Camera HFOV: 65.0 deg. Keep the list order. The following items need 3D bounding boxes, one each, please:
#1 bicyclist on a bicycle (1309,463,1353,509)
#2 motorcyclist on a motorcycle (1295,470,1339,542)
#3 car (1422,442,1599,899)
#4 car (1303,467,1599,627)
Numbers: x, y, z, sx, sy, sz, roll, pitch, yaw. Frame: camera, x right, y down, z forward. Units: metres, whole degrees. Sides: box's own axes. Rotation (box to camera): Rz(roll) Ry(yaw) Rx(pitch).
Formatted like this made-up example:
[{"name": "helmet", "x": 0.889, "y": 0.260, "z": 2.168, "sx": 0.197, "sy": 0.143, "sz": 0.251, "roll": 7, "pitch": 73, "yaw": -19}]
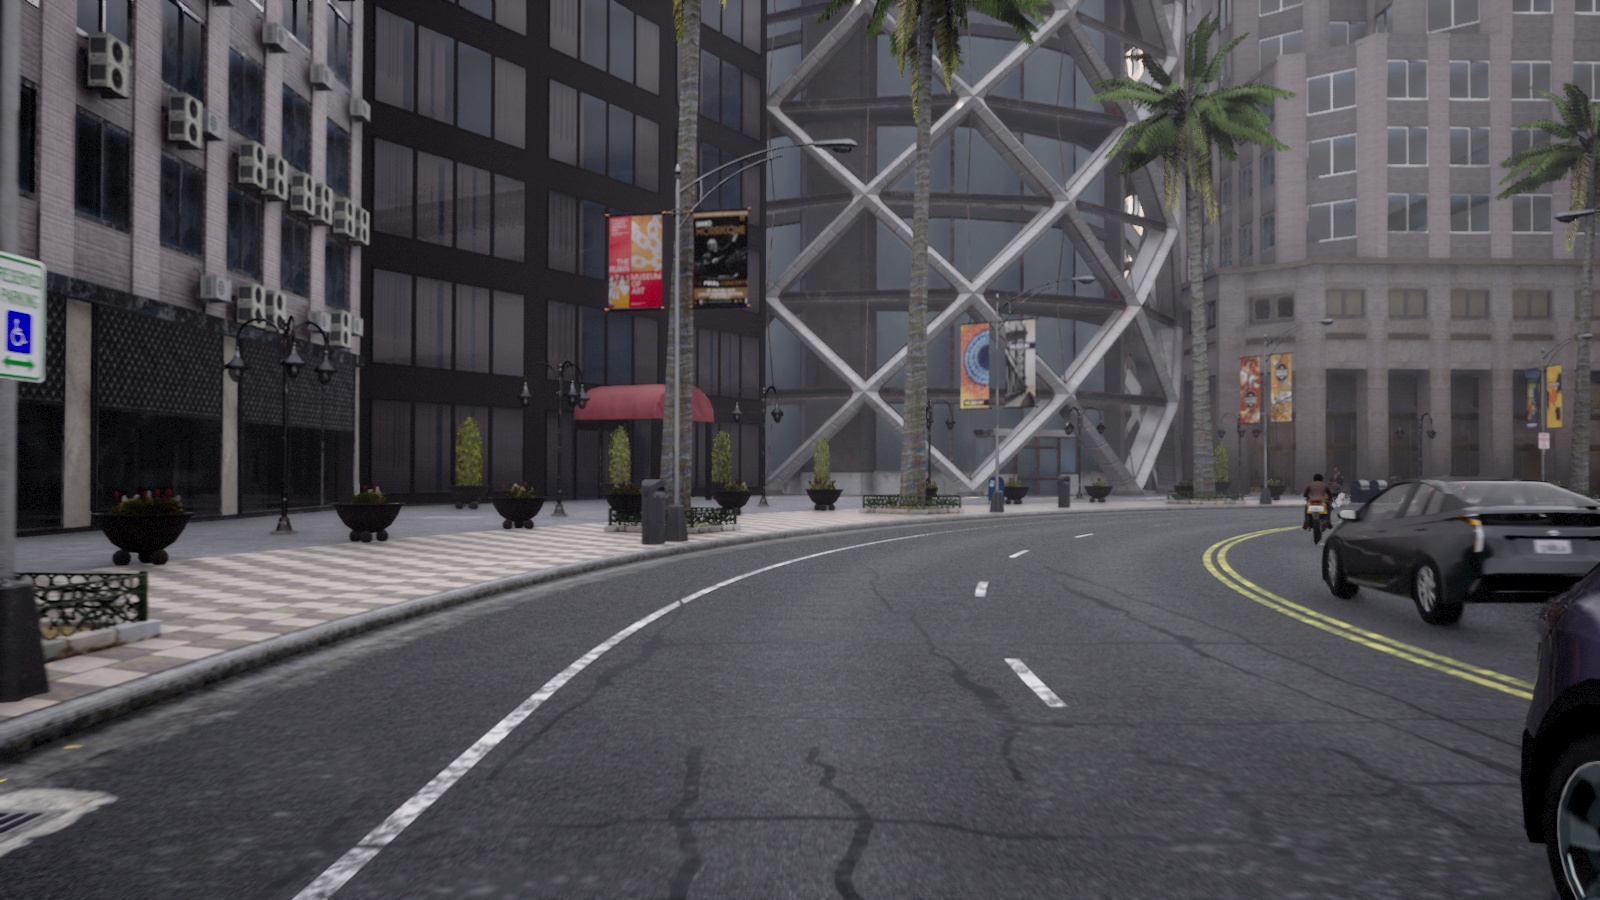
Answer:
[{"name": "bicyclist on a bicycle", "x": 20.729, "y": 1.399, "z": 49.016, "sx": 1.843, "sy": 1.776, "sz": 0.659, "roll": 1, "pitch": -1, "yaw": -32}, {"name": "motorcyclist on a motorcycle", "x": 11.419, "y": 1.200, "z": 27.718, "sx": 0.797, "sy": 1.523, "sz": 2.044, "roll": -1, "pitch": -1, "yaw": 25}, {"name": "car", "x": 3.497, "y": 0.772, "z": 2.564, "sx": 2.033, "sy": 1.649, "sz": 4.856, "roll": 0, "pitch": -1, "yaw": 0}, {"name": "car", "x": 7.418, "y": 0.963, "z": 14.242, "sx": 2.007, "sy": 1.525, "sz": 4.514, "roll": 0, "pitch": -1, "yaw": 6}]
